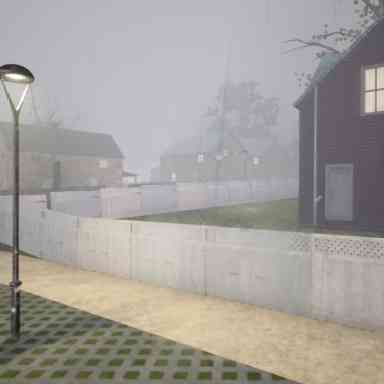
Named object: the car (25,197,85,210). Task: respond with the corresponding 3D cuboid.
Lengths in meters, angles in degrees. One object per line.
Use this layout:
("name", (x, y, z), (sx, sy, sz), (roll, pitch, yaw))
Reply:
("car", (-9.156, 0.723, 23.339), (4.718, 1.301, 1.895), (-4, 3, -40))
